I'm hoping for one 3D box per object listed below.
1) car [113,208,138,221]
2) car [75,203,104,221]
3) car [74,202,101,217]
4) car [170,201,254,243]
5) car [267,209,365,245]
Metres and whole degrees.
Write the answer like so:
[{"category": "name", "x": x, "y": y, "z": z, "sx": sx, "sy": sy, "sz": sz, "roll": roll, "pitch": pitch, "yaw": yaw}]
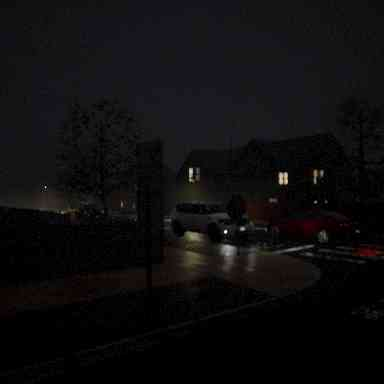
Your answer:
[{"category": "car", "x": -4.802, "y": 2.051, "z": 26.454, "sx": 1.812, "sy": 1.442, "sz": 4.674, "roll": -1, "pitch": -1, "yaw": -35}, {"category": "car", "x": -10.793, "y": 2.274, "z": 34.841, "sx": 1.837, "sy": 1.490, "sz": 4.892, "roll": -1, "pitch": -1, "yaw": -36}, {"category": "car", "x": -14.028, "y": 2.297, "z": 44.325, "sx": 2.097, "sy": 1.767, "sz": 4.553, "roll": -1, "pitch": -1, "yaw": -35}, {"category": "car", "x": 0.881, "y": 1.516, "z": 18.518, "sx": 2.150, "sy": 2.045, "sz": 5.566, "roll": -1, "pitch": -1, "yaw": -35}, {"category": "car", "x": 5.915, "y": 1.612, "z": 16.586, "sx": 1.882, "sy": 1.535, "sz": 5.008, "roll": 0, "pitch": -1, "yaw": -31}]
